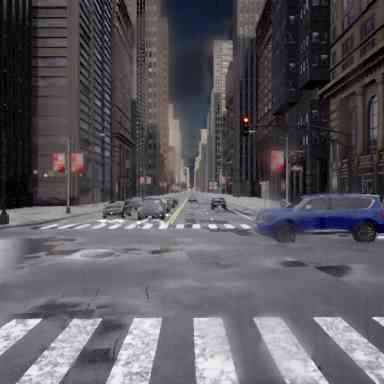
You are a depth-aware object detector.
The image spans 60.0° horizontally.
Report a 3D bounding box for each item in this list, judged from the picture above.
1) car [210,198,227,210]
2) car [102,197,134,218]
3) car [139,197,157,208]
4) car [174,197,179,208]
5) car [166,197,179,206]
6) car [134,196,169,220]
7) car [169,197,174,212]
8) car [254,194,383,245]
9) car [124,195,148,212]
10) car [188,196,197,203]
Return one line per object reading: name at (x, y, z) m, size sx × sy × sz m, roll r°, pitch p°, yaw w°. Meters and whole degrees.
car at (3.356, 1.477, 42.700) m, size 1.837 × 1.490 × 4.892 m, roll 0°, pitch 1°, yaw 0°
car at (-6.596, 1.488, 29.639) m, size 1.837 × 1.490 × 4.892 m, roll 0°, pitch 0°, yaw 0°
car at (-6.581, 1.509, 50.090) m, size 2.033 × 1.411 × 5.357 m, roll 0°, pitch 0°, yaw 0°
car at (-3.332, 1.530, 46.545) m, size 1.994 × 1.385 × 4.181 m, roll 0°, pitch 0°, yaw 0°
car at (-3.305, 1.552, 56.562) m, size 1.895 × 1.301 × 4.718 m, roll 0°, pitch 0°, yaw 0°
car at (-3.286, 1.337, 27.737) m, size 2.097 × 1.767 × 4.553 m, roll 0°, pitch 0°, yaw -2°
car at (-3.346, 1.502, 36.521) m, size 1.812 × 1.442 × 4.674 m, roll 0°, pitch 0°, yaw 0°
car at (5.592, 1.121, 14.675) m, size 5.566 × 2.045 × 2.150 m, roll 0°, pitch 0°, yaw 0°
car at (-6.591, 1.326, 39.793) m, size 2.097 × 1.767 × 4.553 m, roll 0°, pitch 0°, yaw 0°
car at (0.110, 1.468, 69.876) m, size 2.033 × 1.411 × 5.357 m, roll 0°, pitch 0°, yaw 0°
